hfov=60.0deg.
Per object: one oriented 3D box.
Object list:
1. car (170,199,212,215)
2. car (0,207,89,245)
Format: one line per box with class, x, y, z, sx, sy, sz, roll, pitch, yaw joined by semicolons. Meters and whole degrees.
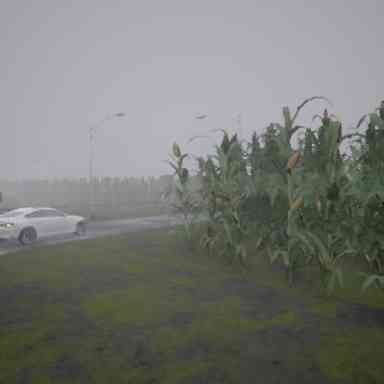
car;0.120;1.350;30.133;1.895;1.301;4.718;-1;0;35
car;-6.737;1.391;14.788;1.812;1.442;4.674;-2;0;27
